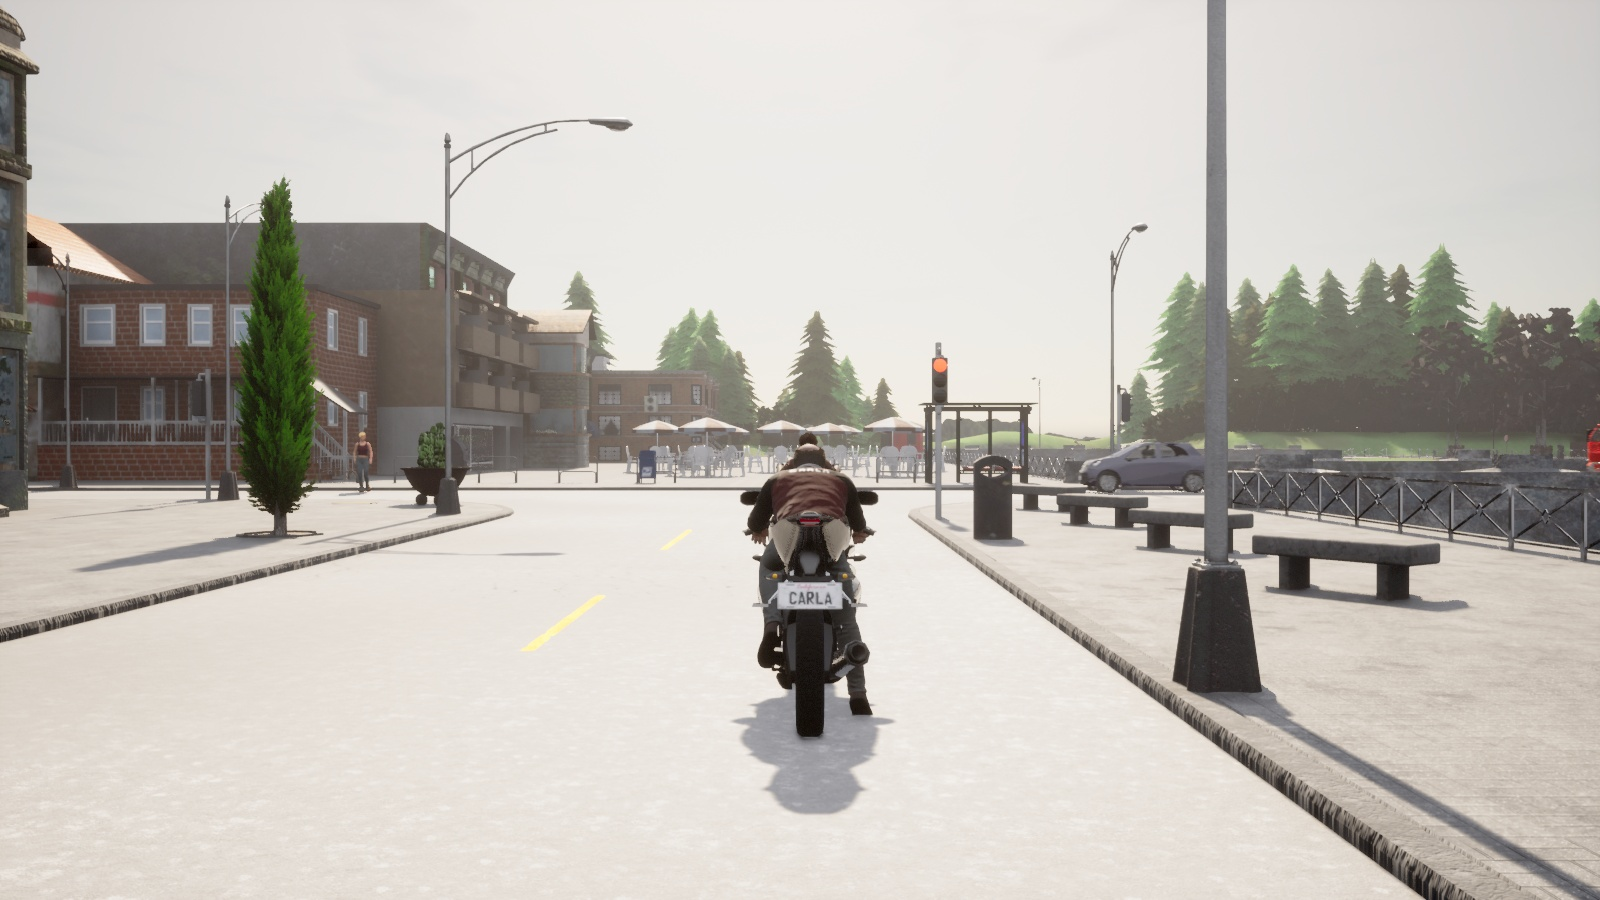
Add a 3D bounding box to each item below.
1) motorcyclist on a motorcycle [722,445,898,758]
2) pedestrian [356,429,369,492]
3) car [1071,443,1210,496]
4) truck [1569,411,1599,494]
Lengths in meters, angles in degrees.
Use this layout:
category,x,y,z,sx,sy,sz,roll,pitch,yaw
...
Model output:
category,x,y,z,sx,sy,sz,roll,pitch,yaw
motorcyclist on a motorcycle,0.054,0.740,7.268,0.866,1.530,2.191,0,0,0
pedestrian,-12.896,0.305,37.021,0.345,1.836,0.594,0,0,-15
car,10.038,0.558,37.236,3.633,1.501,1.845,0,0,0
truck,26.174,0.071,37.150,5.204,2.467,2.627,0,0,0
